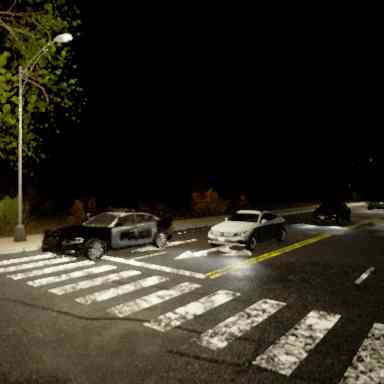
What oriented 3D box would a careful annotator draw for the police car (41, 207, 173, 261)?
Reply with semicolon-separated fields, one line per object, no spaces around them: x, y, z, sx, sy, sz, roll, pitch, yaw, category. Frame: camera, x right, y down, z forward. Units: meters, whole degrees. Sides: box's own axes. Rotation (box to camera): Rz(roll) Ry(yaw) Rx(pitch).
-2.901;1.409;12.512;1.930;1.638;5.238;0;0;39;police car

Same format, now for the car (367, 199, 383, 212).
22.022;1.507;39.171;1.812;1.442;4.674;0;0;39;car

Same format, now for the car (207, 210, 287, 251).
2.538;1.514;14.318;1.812;1.442;4.674;0;0;38;car

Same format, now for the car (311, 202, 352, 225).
10.167;1.491;24.088;1.837;1.490;4.892;0;0;38;car
